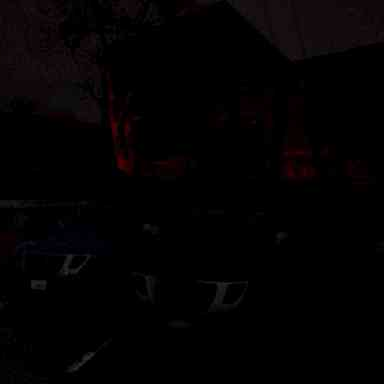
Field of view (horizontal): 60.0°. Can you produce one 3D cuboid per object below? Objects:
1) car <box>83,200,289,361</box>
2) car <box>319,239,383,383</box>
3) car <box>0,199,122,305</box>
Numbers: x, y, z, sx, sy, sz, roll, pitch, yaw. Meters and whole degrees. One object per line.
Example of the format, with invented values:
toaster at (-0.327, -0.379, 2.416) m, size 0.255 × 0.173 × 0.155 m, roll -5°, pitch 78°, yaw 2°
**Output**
car at (0.607, 1.237, 6.485) m, size 2.435 × 2.045 × 5.566 m, roll 1°, pitch -1°, yaw 16°
car at (3.022, 1.518, 4.762) m, size 2.163 × 1.488 × 4.792 m, roll 1°, pitch -1°, yaw 15°
car at (-1.799, 1.237, 8.207) m, size 2.435 × 2.045 × 5.566 m, roll 1°, pitch -1°, yaw 16°
